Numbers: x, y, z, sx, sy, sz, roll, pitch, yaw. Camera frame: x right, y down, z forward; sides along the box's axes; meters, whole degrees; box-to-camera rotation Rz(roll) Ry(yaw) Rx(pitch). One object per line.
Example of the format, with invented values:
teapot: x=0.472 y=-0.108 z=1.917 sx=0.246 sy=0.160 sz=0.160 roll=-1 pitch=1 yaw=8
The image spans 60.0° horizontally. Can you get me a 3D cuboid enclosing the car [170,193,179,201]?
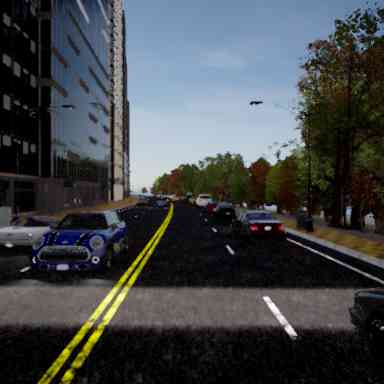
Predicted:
car: x=-4.601 y=1.793 z=92.215 sx=1.882 sy=1.535 sz=5.008 roll=0 pitch=0 yaw=-6

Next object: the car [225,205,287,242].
car: x=3.179 y=1.616 z=16.835 sx=2.033 sy=1.411 sz=5.357 roll=0 pitch=0 yaw=-2

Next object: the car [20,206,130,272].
car: x=-3.443 y=1.400 z=11.029 sx=2.097 sy=1.767 sz=4.553 roll=0 pitch=0 yaw=-1

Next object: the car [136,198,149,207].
car: x=-8.328 y=1.772 z=56.946 sx=2.033 sy=1.411 sz=5.357 roll=0 pitch=0 yaw=-3

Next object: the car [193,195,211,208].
car: x=1.840 y=1.417 z=50.697 sx=2.150 sy=2.045 sz=5.566 roll=0 pitch=0 yaw=-3

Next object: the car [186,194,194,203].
car: x=0.366 y=1.725 z=72.920 sx=1.801 sy=1.575 sz=5.366 roll=0 pitch=0 yaw=-4

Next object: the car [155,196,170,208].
car: x=-4.868 y=1.734 z=52.787 sx=1.812 sy=1.442 sz=4.674 roll=0 pitch=0 yaw=-3

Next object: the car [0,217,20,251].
car: x=-6.737 y=1.665 z=14.429 sx=1.895 sy=1.301 sz=4.718 roll=0 pitch=0 yaw=-1

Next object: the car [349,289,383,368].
car: x=3.334 y=1.558 z=2.642 sx=2.033 sy=1.411 sz=5.357 roll=0 pitch=0 yaw=0

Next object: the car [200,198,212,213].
car: x=2.380 y=1.721 z=39.623 sx=1.994 sy=1.385 sz=4.181 roll=0 pitch=0 yaw=-2

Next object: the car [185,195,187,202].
car: x=-0.546 y=1.523 z=83.780 sx=2.150 sy=2.045 sz=5.566 roll=0 pitch=0 yaw=-5

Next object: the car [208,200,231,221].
car: x=2.791 y=1.679 z=28.573 sx=1.994 sy=1.385 sz=4.181 roll=0 pitch=0 yaw=-2

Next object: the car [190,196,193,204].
car: x=1.174 y=1.833 z=61.732 sx=1.895 sy=1.301 sz=4.718 roll=0 pitch=0 yaw=-4
